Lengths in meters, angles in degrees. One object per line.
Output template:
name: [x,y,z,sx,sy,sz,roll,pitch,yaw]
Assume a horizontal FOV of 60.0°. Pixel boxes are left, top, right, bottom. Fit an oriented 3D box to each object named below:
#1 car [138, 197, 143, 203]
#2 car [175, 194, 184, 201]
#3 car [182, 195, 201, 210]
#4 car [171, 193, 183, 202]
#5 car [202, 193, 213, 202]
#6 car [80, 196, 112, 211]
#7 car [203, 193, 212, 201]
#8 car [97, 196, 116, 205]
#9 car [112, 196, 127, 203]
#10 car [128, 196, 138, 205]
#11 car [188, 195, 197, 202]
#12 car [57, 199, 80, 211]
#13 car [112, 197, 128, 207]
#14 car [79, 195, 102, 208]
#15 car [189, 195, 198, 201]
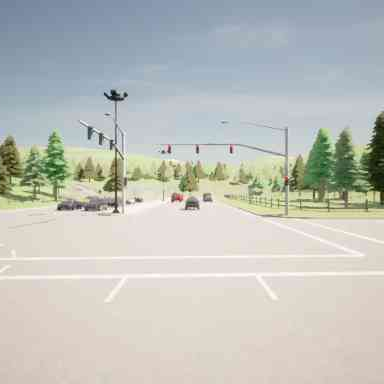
car: [-11.449,1.595,69.889,1.895,1.301,4.718,0,0,0]
car: [-3.183,1.419,84.557,1.882,1.535,5.008,0,0,2]
car: [0.029,1.504,43.173,1.837,1.490,4.892,0,0,0]
car: [-3.413,1.220,73.812,2.150,2.045,5.566,0,0,1]
car: [3.587,1.536,73.774,2.033,1.411,5.357,0,0,1]
car: [-11.572,1.505,40.374,1.837,1.490,4.892,0,0,0]
car: [3.815,1.166,84.398,2.150,2.045,5.566,0,0,2]
car: [-15.032,1.491,58.593,2.128,1.511,4.902,0,0,0]
car: [-14.950,1.595,68.736,1.895,1.301,4.718,0,0,0]
car: [-11.537,1.601,59.696,1.895,1.301,4.718,0,0,1]
car: [0.091,1.475,74.192,1.882,1.535,5.008,0,0,1]
car: [-15.060,1.564,41.207,1.994,1.385,4.181,0,0,1]
car: [-11.564,1.547,50.112,2.033,1.411,5.357,0,0,0]
car: [-15.060,1.352,49.714,2.097,1.767,4.553,0,0,0]
car: [0.316,1.466,84.463,2.128,1.511,4.902,0,0,2]
